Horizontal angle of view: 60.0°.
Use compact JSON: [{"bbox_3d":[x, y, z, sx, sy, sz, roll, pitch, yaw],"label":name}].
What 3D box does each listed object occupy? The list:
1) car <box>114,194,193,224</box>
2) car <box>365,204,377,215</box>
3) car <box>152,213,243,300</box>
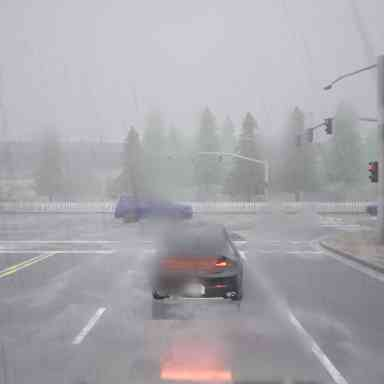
[{"bbox_3d":[-2.726,1.192,23.703,5.566,2.045,2.150,0,0,0],"label":"car"},{"bbox_3d":[18.739,1.422,30.740,5.008,1.535,1.882,0,0,1],"label":"car"},{"bbox_3d":[0.173,1.505,8.368,1.837,1.490,4.892,0,0,2],"label":"car"}]
